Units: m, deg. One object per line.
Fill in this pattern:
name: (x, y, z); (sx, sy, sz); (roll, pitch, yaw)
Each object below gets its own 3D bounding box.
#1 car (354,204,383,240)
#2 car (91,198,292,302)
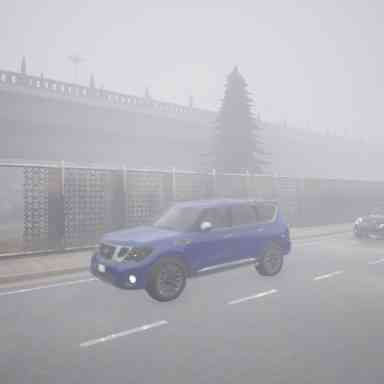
car: (9.711, 1.351, 15.948); (4.553, 1.767, 2.097); (0, 0, -38)
car: (0.287, 1.217, 8.674); (5.566, 2.045, 2.150); (-1, 0, -38)
